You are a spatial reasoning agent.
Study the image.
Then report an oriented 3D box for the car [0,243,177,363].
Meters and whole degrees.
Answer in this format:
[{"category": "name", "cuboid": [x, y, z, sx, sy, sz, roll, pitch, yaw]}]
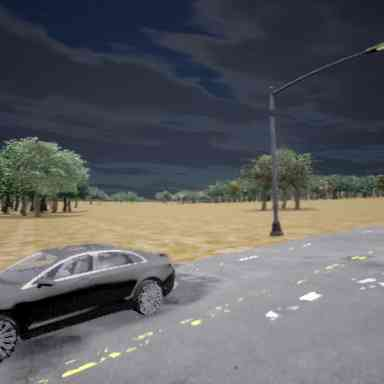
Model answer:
[{"category": "car", "cuboid": [-2.490, 1.835, 6.513, 2.128, 1.511, 4.902, -4, -3, 45]}]
